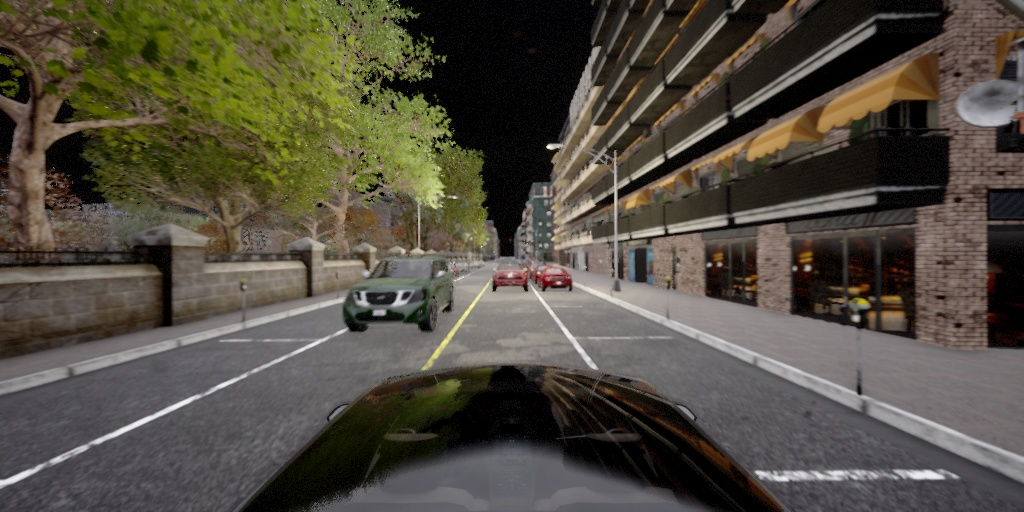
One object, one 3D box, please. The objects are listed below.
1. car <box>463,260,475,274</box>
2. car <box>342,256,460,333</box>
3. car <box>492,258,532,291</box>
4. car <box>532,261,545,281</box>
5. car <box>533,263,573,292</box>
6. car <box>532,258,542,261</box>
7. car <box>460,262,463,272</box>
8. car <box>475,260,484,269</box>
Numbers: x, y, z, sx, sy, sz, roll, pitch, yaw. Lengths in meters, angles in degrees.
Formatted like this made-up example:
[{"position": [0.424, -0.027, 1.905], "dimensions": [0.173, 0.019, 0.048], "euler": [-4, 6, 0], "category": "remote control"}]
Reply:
[{"position": [-6.097, 1.413, 44.002], "dimensions": [2.007, 1.370, 4.403], "euler": [0, 0, -1], "category": "car"}, {"position": [-3.185, 1.002, 11.310], "dimensions": [2.150, 2.045, 5.566], "euler": [0, 0, -1], "category": "car"}, {"position": [-0.114, 1.138, 22.394], "dimensions": [2.097, 1.767, 4.553], "euler": [0, 0, 0], "category": "car"}, {"position": [2.450, 1.329, 27.197], "dimensions": [1.888, 1.381, 4.507], "euler": [0, 0, -1], "category": "car"}, {"position": [2.507, 1.317, 21.567], "dimensions": [1.888, 1.381, 4.507], "euler": [0, 0, -1], "category": "car"}, {"position": [2.395, 1.236, 32.826], "dimensions": [1.967, 1.591, 4.097], "euler": [0, 0, -1], "category": "car"}, {"position": [-5.986, 1.277, 32.741], "dimensions": [1.967, 1.591, 4.097], "euler": [0, 0, -1], "category": "car"}, {"position": [-6.264, 1.430, 60.722], "dimensions": [1.751, 1.417, 4.829], "euler": [0, 0, -1], "category": "car"}]
